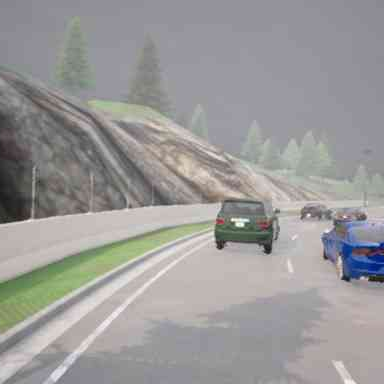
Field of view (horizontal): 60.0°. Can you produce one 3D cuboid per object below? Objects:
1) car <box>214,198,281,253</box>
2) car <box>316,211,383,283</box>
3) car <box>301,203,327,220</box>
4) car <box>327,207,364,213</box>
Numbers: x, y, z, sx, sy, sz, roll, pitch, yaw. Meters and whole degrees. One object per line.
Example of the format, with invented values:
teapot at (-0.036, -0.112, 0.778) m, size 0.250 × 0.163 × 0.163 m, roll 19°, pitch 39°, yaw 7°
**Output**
car at (2.515, 1.269, 14.364) m, size 2.150 × 2.045 × 5.566 m, roll 2°, pitch 0°, yaw 18°
car at (5.171, 1.618, 9.997) m, size 1.882 × 1.535 × 5.008 m, roll 2°, pitch 0°, yaw 13°
car at (11.612, 1.803, 30.935) m, size 1.837 × 1.490 × 4.892 m, roll 2°, pitch 0°, yaw 36°
car at (12.320, 1.879, 25.821) m, size 2.033 × 1.411 × 5.357 m, roll 2°, pitch 0°, yaw 34°
